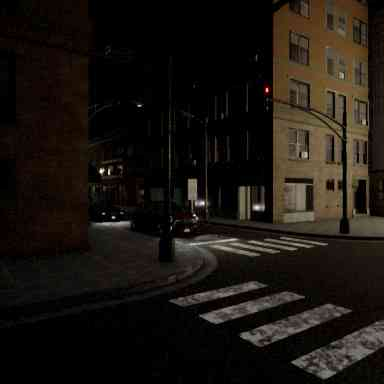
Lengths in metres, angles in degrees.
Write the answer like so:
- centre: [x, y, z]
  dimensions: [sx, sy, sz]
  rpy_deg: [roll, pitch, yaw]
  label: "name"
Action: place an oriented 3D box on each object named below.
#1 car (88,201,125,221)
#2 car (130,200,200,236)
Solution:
- centre: [-7.095, 1.414, 25.764]
  dimensions: [2.033, 1.411, 5.357]
  rpy_deg: [0, 0, -35]
  label: "car"
- centre: [-1.546, 1.269, 17.984]
  dimensions: [2.097, 1.767, 4.553]
  rpy_deg: [0, 0, -36]
  label: "car"
